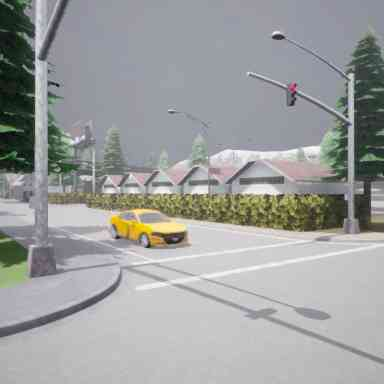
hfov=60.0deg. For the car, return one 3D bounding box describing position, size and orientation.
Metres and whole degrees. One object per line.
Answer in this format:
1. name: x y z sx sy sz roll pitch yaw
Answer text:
1. car: -2.109 1.542 15.088 1.882 1.535 5.008 0 1 -36
